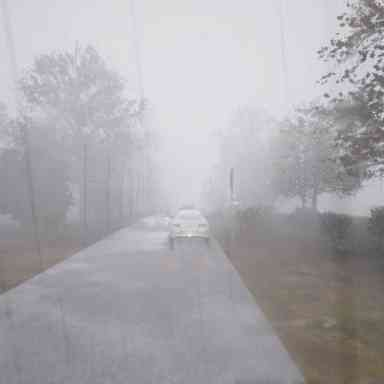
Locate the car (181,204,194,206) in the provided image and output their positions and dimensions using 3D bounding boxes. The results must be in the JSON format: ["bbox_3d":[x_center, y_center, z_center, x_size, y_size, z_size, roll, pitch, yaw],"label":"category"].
[{"bbox_3d":[-0.459,1.875,33.940,1.994,1.385,4.181,0,-1,-1],"label":"car"}]

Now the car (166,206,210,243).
[{"bbox_3d":[-0.133,1.606,16.457,1.812,1.442,4.674,0,-1,-1],"label":"car"}]

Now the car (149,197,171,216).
[{"bbox_3d":[-3.493,1.584,37.166,2.150,2.045,5.566,1,-1,-1],"label":"car"}]
